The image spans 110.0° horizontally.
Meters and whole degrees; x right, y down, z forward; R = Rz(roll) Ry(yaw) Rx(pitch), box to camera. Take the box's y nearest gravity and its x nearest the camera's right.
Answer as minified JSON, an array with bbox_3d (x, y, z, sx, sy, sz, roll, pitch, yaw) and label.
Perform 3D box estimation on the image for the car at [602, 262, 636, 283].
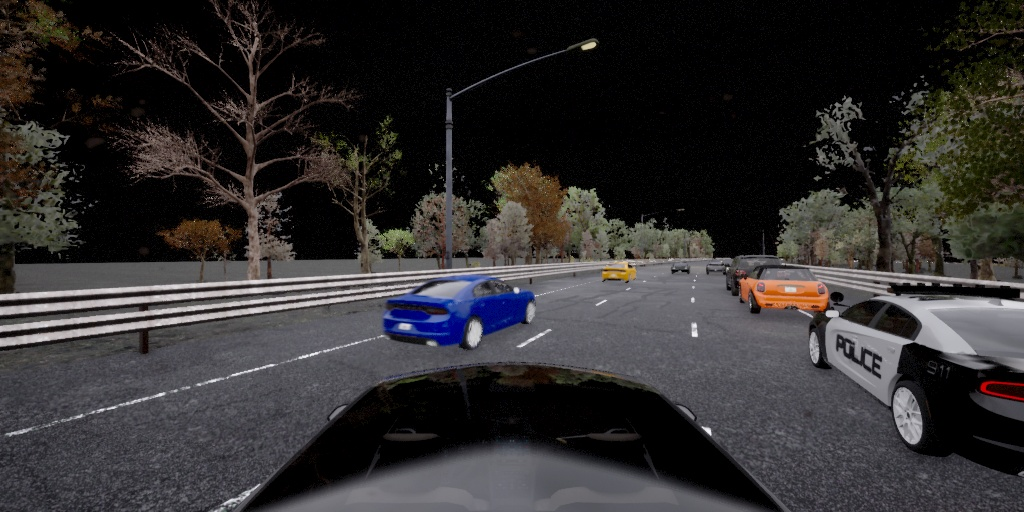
[{"bbox_3d":[8.446,1.234,27.975,1.882,1.535,5.008,0,0,27],"label":"car"}]

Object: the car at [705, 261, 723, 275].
[{"bbox_3d":[22.372,1.262,39.341,2.128,1.511,4.902,0,0,29],"label":"car"}]

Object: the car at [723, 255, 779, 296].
[{"bbox_3d":[12.609,0.978,18.758,2.150,2.045,5.566,0,0,27],"label":"car"}]

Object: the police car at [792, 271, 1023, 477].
[{"bbox_3d":[5.599,1.175,4.688,1.930,1.638,5.238,0,0,26],"label":"police car"}]

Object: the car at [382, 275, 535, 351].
[{"bbox_3d":[-1.007,1.227,9.237,1.882,1.535,5.008,0,0,26],"label":"car"}]

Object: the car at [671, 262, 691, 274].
[{"bbox_3d":[19.259,1.370,40.818,1.895,1.301,4.718,0,0,28],"label":"car"}]

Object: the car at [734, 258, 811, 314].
[{"bbox_3d":[9.906,1.102,13.419,2.097,1.767,4.553,0,0,27],"label":"car"}]
